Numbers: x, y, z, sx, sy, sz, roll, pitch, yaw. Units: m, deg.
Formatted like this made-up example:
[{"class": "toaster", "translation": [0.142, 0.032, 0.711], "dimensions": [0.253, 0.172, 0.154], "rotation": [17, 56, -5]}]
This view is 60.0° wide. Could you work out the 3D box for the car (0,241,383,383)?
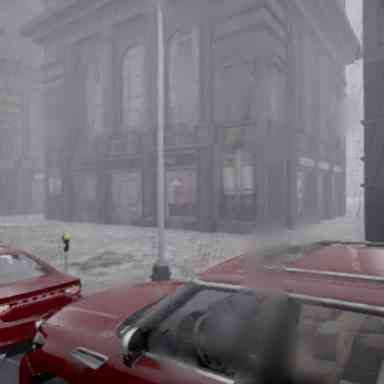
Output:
[{"class": "car", "translation": [0.843, 1.320, 2.359], "dimensions": [5.009, 1.841, 2.192], "rotation": [-1, 0, 36]}]
